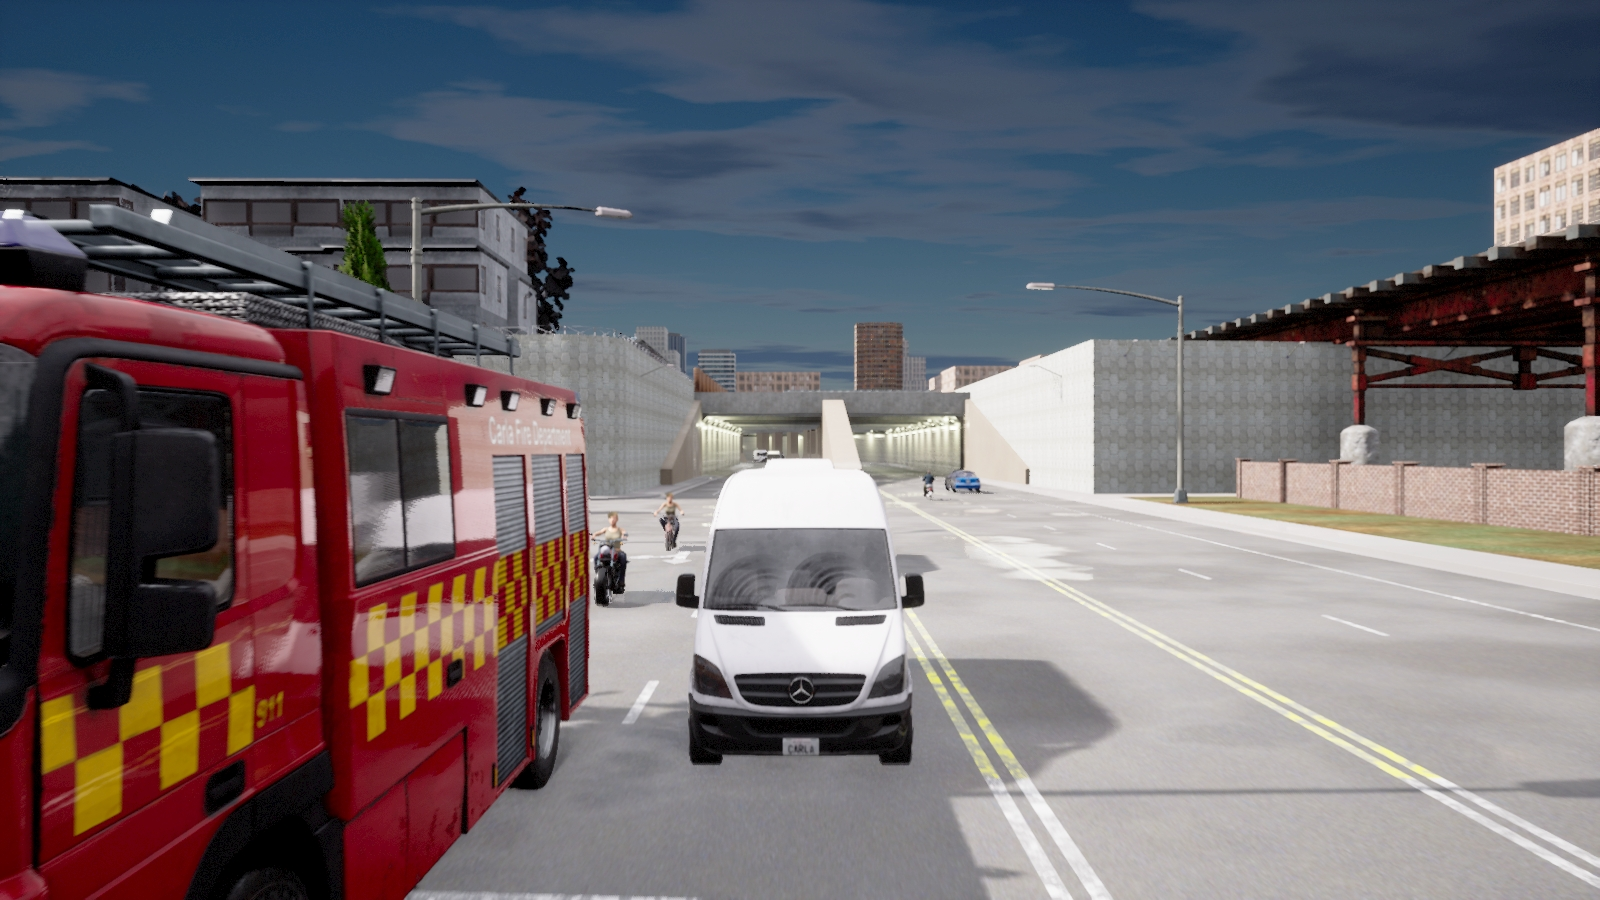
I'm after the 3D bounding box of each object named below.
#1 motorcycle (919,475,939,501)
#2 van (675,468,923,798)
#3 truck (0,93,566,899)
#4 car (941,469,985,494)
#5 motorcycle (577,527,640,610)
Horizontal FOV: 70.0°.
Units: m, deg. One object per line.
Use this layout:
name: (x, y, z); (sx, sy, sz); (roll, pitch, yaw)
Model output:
motorcycle: (7.015, 2.047, 62.224); (0.856, 1.341, 1.805); (0, 0, 0)
van: (-0.003, 1.517, 12.159); (1.988, 2.561, 5.915); (0, 0, 0)
truck: (-3.728, 0.881, 6.805); (2.891, 3.827, 8.468); (0, 0, 0)
car: (10.504, 2.008, 73.954); (2.033, 1.411, 5.357); (0, 0, 0)
motorcycle: (-3.508, 2.143, 21.083); (0.764, 1.277, 2.356); (0, 0, 0)
